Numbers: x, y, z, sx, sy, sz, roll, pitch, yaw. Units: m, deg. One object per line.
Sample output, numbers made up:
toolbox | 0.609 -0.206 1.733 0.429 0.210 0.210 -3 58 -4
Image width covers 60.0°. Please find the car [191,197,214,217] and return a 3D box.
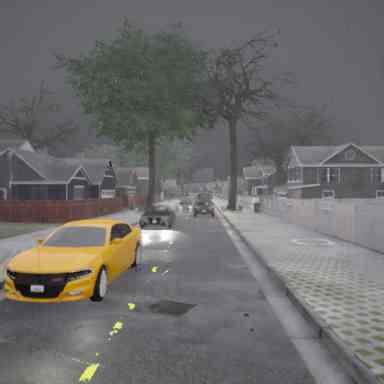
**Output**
car | 1.132 1.516 31.530 1.812 1.442 4.674 0 0 1

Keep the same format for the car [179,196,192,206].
car | -1.010 1.482 54.370 1.837 1.490 4.892 0 0 2

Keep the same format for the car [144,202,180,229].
car | -2.138 1.558 21.626 1.994 1.385 4.181 0 0 2

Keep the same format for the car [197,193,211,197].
car | 1.568 1.205 43.982 2.150 2.045 5.566 0 0 2

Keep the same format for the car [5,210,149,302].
car | -2.636 1.476 8.553 1.882 1.535 5.008 0 0 4
